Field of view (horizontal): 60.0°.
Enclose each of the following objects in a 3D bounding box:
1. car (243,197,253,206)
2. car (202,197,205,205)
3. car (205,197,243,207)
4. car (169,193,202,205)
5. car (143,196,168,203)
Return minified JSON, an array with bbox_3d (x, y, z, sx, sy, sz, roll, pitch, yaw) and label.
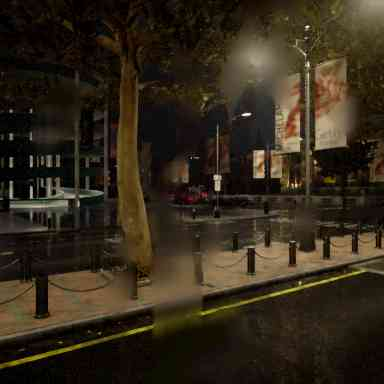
[{"bbox_3d":[7.516,1.491,52.769,2.128,1.511,4.902,0,0,-35],"label":"car"},{"bbox_3d":[1.871,1.547,60.719,2.033,1.411,5.357,0,0,-36],"label":"car"},{"bbox_3d":[4.758,1.547,50.625,2.033,1.411,5.357,0,0,-35],"label":"car"},{"bbox_3d":[-1.149,1.221,58.927,2.150,2.045,5.566,0,0,-36],"label":"car"},{"bbox_3d":[-7.809,1.478,66.769,5.008,1.535,1.882,0,0,42],"label":"car"}]
